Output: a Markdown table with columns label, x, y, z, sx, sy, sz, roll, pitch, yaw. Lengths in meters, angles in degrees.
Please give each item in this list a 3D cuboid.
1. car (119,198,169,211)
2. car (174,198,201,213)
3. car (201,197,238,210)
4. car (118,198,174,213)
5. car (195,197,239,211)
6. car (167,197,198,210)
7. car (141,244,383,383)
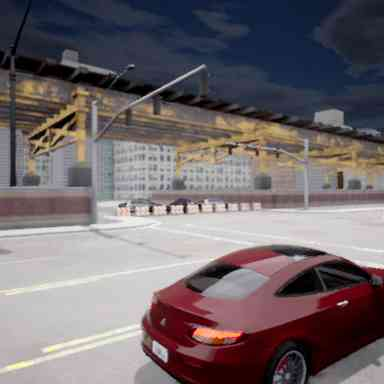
| label | x | y | z | sx | sy | sz | roll | pitch | yaw |
| --- | --- | --- | --- | --- | --- | --- | --- | --- | --- |
| car | -4.751 | 1.250 | 33.042 | 4.536 | 1.218 | 1.853 | 0 | 0 | 8 |
| car | -0.962 | 1.394 | 35.730 | 2.038 | 1.542 | 4.974 | 0 | 0 | 18 |
| car | 2.887 | 1.221 | 39.493 | 4.536 | 1.218 | 1.853 | 0 | 0 | -7 |
| car | -4.699 | 1.407 | 33.035 | 4.974 | 1.542 | 2.038 | 0 | 0 | 8 |
| car | 2.939 | 1.378 | 39.500 | 4.974 | 1.542 | 2.038 | 0 | 0 | -7 |
| car | -0.946 | 1.236 | 35.779 | 1.853 | 1.218 | 4.536 | 0 | 0 | 18 |
| car | 1.538 | 1.514 | 4.878 | 4.674 | 1.442 | 1.812 | 0 | 0 | -35 |
